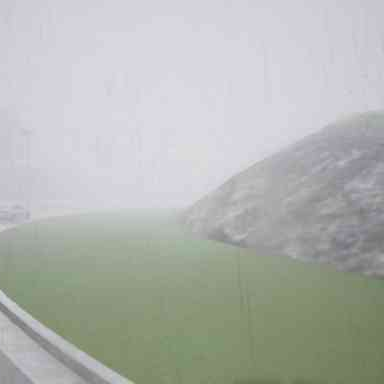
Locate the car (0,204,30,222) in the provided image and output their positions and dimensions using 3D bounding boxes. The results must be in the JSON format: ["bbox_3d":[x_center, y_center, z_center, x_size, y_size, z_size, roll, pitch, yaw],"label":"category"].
[{"bbox_3d":[-15.110,1.698,27.560,1.812,1.442,4.674,0,0,-5],"label":"car"}]
